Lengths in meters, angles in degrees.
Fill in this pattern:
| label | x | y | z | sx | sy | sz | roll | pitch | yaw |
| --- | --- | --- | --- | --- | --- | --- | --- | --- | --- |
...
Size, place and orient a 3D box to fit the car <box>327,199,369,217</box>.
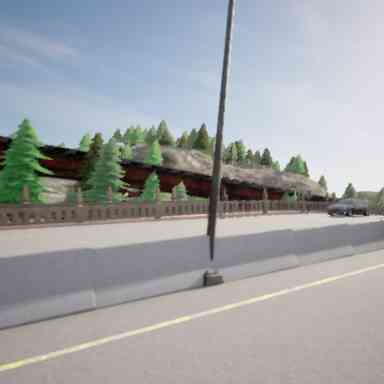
| label | x | y | z | sx | sy | sz | roll | pitch | yaw |
| --- | --- | --- | --- | --- | --- | --- | --- | --- | --- |
| car | 15.125 | 1.493 | 32.176 | 4.553 | 1.767 | 2.097 | 1 | -1 | -35 |
